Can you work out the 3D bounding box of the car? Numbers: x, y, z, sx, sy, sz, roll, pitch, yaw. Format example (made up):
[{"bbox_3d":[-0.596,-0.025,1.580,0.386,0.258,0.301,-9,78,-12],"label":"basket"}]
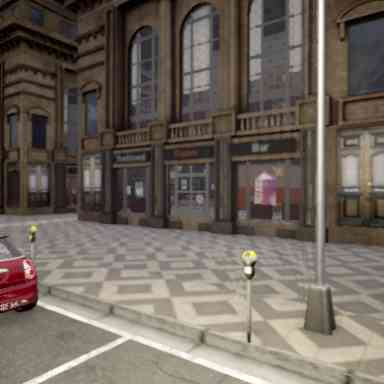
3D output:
[{"bbox_3d":[-4.820,1.423,6.401,4.097,1.590,1.967,0,0,36],"label":"car"}]
